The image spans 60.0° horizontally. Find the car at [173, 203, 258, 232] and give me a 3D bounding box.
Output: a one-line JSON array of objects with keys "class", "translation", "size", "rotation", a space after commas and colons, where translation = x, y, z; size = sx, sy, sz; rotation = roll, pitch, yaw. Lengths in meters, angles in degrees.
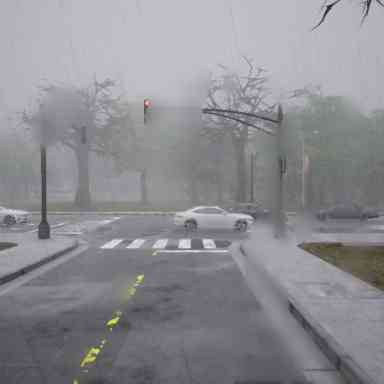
[{"class": "car", "translation": [1.251, 1.534, 19.632], "size": [4.674, 1.442, 1.812], "rotation": [0, 0, 0]}]

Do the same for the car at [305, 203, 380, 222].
[{"class": "car", "translation": [11.824, 1.563, 26.330], "size": [5.357, 1.411, 2.033], "rotation": [0, 0, 0]}]

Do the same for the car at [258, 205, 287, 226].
[{"class": "car", "translation": [4.001, 1.514, 22.882], "size": [4.892, 1.490, 1.837], "rotation": [0, 0, 0]}]

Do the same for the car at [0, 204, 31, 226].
[{"class": "car", "translation": [-13.597, 1.514, 22.891], "size": [4.674, 1.442, 1.812], "rotation": [0, 0, 0]}]
